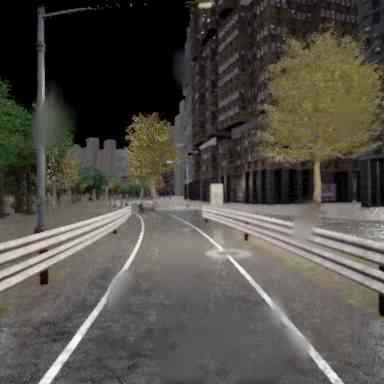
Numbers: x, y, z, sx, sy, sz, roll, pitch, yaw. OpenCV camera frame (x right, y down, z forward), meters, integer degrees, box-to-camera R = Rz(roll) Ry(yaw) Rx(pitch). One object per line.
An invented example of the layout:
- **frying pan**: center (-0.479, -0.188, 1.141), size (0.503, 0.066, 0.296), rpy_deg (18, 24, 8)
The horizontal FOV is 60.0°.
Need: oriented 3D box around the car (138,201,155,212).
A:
- **car**: center (-6.125, 1.907, 44.704), size (2.128, 1.511, 4.902), rpy_deg (0, 0, -15)
